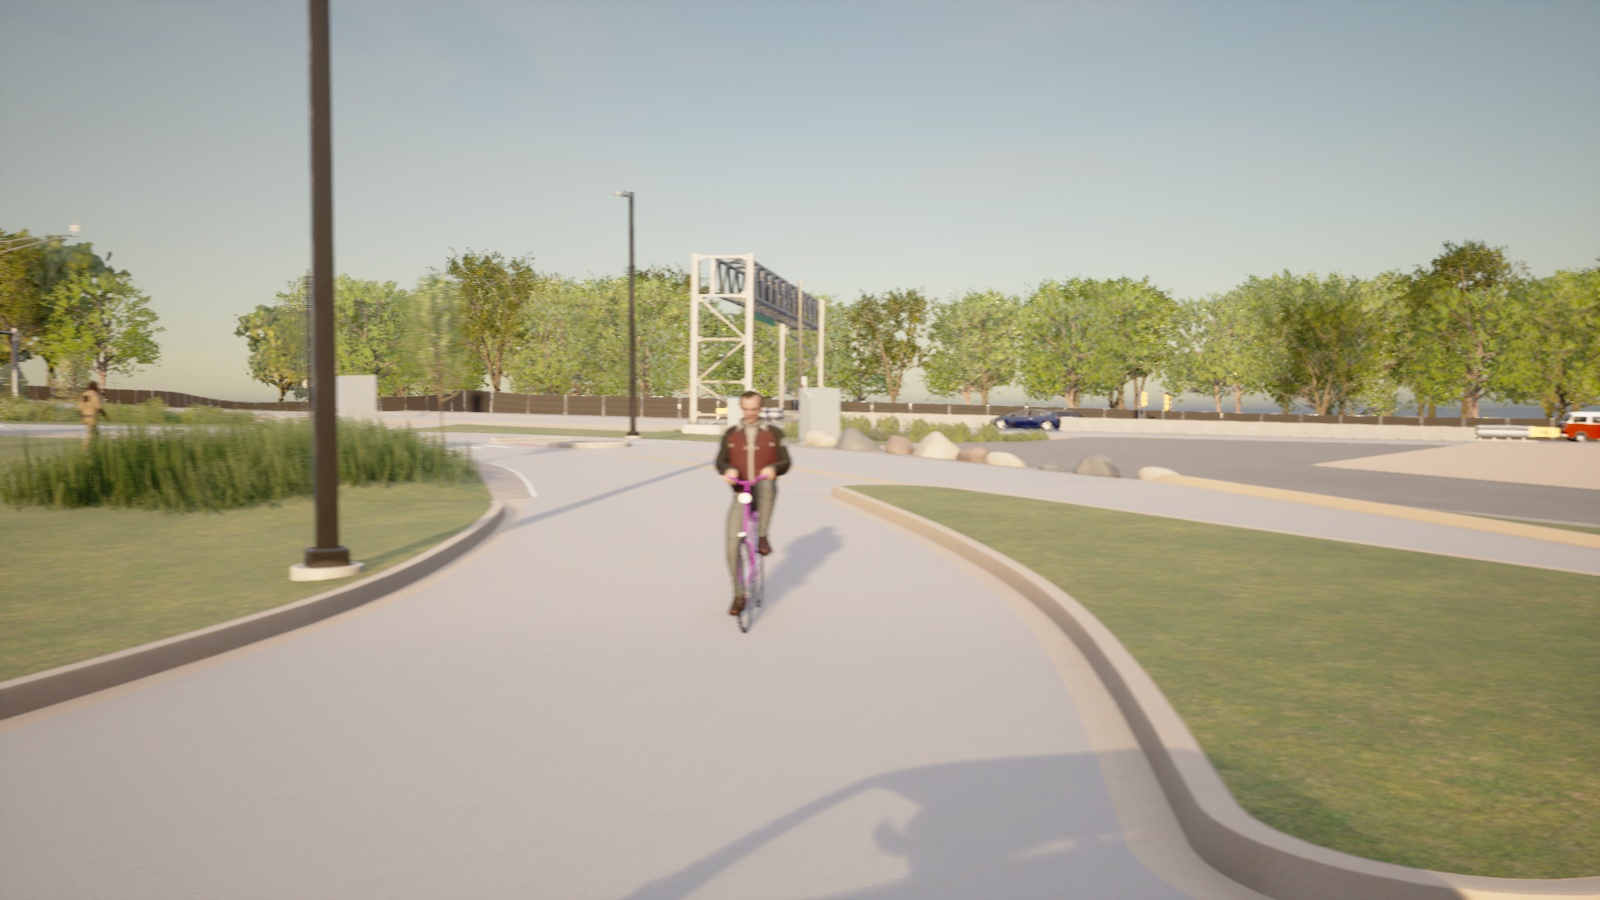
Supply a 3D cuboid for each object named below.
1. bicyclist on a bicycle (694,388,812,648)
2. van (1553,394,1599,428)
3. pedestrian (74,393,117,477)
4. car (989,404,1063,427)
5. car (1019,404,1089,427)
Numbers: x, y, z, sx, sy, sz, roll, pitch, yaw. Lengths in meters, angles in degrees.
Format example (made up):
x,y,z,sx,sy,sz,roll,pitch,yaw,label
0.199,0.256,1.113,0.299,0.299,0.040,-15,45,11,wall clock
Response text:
x,y,z,sx,sy,sz,roll,pitch,yaw,label
-0.316,0.442,9.571,0.659,1.776,1.843,-2,2,4,bicyclist on a bicycle
50.718,-2.467,79.716,4.480,2.038,2.069,1,4,15,van
-16.312,-0.355,29.087,0.396,1.930,0.692,0,2,30,pedestrian
14.931,-2.290,83.078,4.792,1.488,2.163,0,2,9,car
19.308,-2.619,95.472,4.856,1.649,2.033,1,2,0,car
